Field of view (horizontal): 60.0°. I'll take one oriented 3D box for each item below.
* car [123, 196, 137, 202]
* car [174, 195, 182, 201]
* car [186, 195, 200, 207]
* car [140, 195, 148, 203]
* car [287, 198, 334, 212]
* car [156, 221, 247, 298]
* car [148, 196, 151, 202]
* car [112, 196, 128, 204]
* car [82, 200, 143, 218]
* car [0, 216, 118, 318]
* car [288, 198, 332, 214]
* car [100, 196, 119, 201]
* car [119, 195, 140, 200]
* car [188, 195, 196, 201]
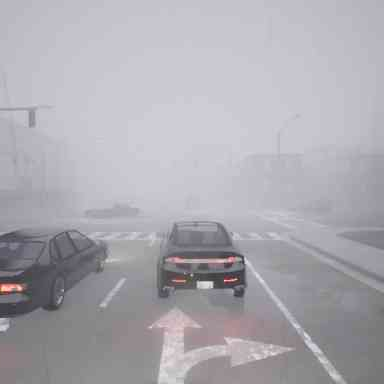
[{"bbox_3d":[-14.009,1.540,75.583,2.033,1.411,5.357,0,0,0],"label":"car"},{"bbox_3d":[-3.510,1.524,83.543,1.812,1.442,4.674,0,0,0],"label":"car"},{"bbox_3d":[0.124,1.352,51.485,2.097,1.767,4.553,0,0,-1],"label":"car"},{"bbox_3d":[-10.542,1.352,65.060,2.097,1.767,4.553,0,0,0],"label":"car"},{"bbox_3d":[13.746,1.504,38.807,4.892,1.490,1.837,0,0,1],"label":"car"},{"bbox_3d":[0.114,1.492,8.517,2.128,1.511,4.902,0,0,-3],"label":"car"},{"bbox_3d":[-10.509,1.525,75.248,2.128,1.511,4.902,0,0,0],"label":"car"},{"bbox_3d":[-14.035,1.547,64.962,2.033,1.411,5.357,0,0,0],"label":"car"},{"bbox_3d":[-6.663,1.601,27.685,1.895,1.301,4.718,0,0,39],"label":"car"},{"bbox_3d":[-3.432,1.547,7.712,2.033,1.411,5.357,0,0,0],"label":"car"},{"bbox_3d":[12.399,1.564,35.241,4.181,1.385,1.994,0,0,-1],"label":"car"},{"bbox_3d":[-14.084,1.601,55.291,1.895,1.301,4.718,0,0,0],"label":"car"},{"bbox_3d":[-10.582,1.491,56.094,2.128,1.511,4.902,0,0,0],"label":"car"},{"bbox_3d":[-0.010,1.478,83.993,1.882,1.535,5.008,0,0,0],"label":"car"}]
